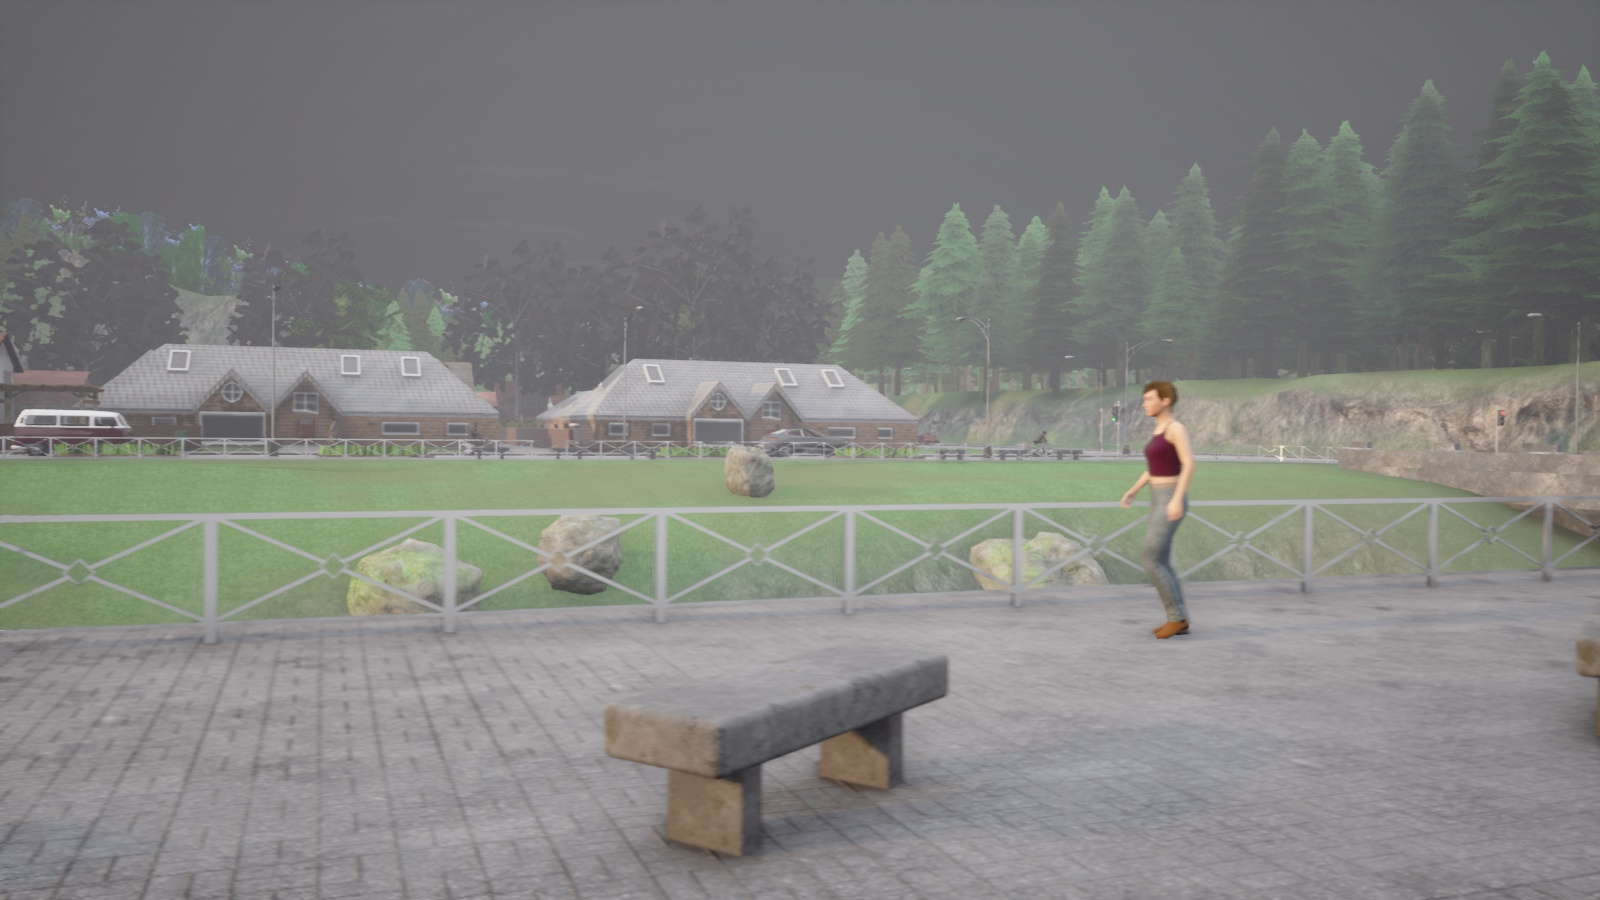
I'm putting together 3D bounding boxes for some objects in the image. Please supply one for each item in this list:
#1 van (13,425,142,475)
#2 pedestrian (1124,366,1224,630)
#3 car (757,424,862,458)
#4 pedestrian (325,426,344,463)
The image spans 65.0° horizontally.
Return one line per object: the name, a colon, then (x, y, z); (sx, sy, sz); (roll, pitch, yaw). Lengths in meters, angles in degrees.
van: (-30.844, -0.019, 53.736); (4.480, 2.038, 2.069); (-1, 1, -21)
pedestrian: (2.651, 0.334, 8.929); (0.594, 1.836, 0.345); (-1, 1, 0)
car: (0.479, -0.496, 65.620); (5.027, 1.651, 2.152); (-1, 1, -21)
pedestrian: (-24.289, -0.295, 65.507); (0.873, 1.952, 0.659); (-1, 1, -25)
